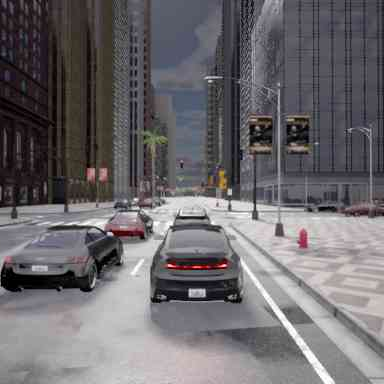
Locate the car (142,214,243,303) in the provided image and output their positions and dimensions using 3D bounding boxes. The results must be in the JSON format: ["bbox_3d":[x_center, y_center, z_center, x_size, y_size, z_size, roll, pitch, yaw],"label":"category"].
[{"bbox_3d":[0.089,1.515,8.204,1.837,1.490,4.892,0,0,0],"label":"car"}]

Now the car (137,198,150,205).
[{"bbox_3d":[-9.852,1.923,67.748,1.994,1.385,4.181,0,0,1],"label":"car"}]

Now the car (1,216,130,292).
[{"bbox_3d":[-3.168,1.576,8.979,1.994,1.385,4.181,0,0,1],"label":"car"}]

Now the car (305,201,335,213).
[{"bbox_3d":[15.131,1.660,37.771,4.313,1.339,1.947,0,0,-1],"label":"car"}]

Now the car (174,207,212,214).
[{"bbox_3d":[0.025,1.529,17.526,2.128,1.511,4.902,0,0,0],"label":"car"}]

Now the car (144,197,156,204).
[{"bbox_3d":[-9.863,1.986,78.342,2.033,1.411,5.357,0,0,0],"label":"car"}]

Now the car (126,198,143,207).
[{"bbox_3d":[-9.915,1.775,57.862,2.128,1.511,4.902,0,0,0],"label":"car"}]

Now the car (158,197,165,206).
[{"bbox_3d":[-6.656,1.652,60.074,2.097,1.767,4.553,0,0,0],"label":"car"}]

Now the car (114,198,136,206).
[{"bbox_3d":[-9.918,1.765,48.307,2.033,1.411,5.357,0,0,0],"label":"car"}]

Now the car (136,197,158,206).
[{"bbox_3d":[-6.667,1.706,50.037,1.882,1.535,5.008,0,0,0],"label":"car"}]

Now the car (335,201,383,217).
[{"bbox_3d":[15.274,1.576,29.247,4.206,1.307,1.802,0,0,-1],"label":"car"}]

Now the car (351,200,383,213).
[{"bbox_3d":[20.771,1.641,37.867,4.313,1.339,1.947,0,0,-1],"label":"car"}]

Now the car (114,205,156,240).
[{"bbox_3d":[-3.174,1.601,17.379,1.994,1.385,4.181,0,0,0],"label":"car"}]
